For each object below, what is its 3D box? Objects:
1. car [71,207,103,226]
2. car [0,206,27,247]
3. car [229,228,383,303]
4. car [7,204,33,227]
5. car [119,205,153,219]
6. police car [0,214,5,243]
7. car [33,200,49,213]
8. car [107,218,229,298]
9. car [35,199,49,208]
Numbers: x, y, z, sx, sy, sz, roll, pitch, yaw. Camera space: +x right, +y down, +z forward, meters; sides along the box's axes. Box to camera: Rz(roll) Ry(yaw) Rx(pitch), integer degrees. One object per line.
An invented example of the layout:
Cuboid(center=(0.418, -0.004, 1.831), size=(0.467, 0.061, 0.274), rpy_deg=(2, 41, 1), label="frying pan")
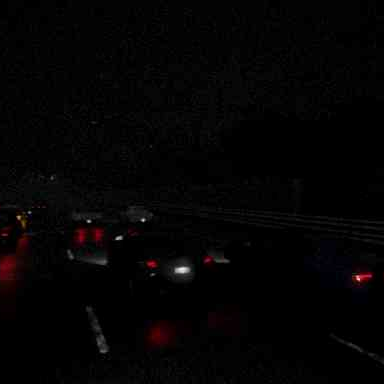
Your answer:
Cuboid(center=(-8.071, 1.771, 25.281), size=(1.895, 1.301, 4.718), rpy_deg=(1, -1, -23), label="car")
Cuboid(center=(-8.549, 1.549, 14.653), size=(1.812, 1.442, 4.674), rpy_deg=(1, -1, -23), label="car")
Cuboid(center=(2.848, 1.679, 8.801), size=(2.033, 1.411, 5.357), rpy_deg=(1, -1, -23), label="car")
Cuboid(center=(-11.001, 1.515, 20.341), size=(1.801, 1.575, 5.366), rpy_deg=(1, -1, -23), label="car")
Cuboid(center=(-4.346, 1.751, 25.485), size=(1.812, 1.442, 4.674), rpy_deg=(1, -1, -23), label="car")
Cuboid(center=(-4.628, 1.406, 5.565), size=(1.930, 1.638, 5.238), rpy_deg=(1, -1, -23), label="police car")
Cuboid(center=(-18.313, 1.797, 39.998), size=(2.033, 1.411, 5.357), rpy_deg=(1, -1, -23), label="car")
Cuboid(center=(-1.000, 1.636, 8.885), size=(1.994, 1.385, 4.181), rpy_deg=(1, -1, -23), label="car")
Cuboid(center=(-25.448, 1.993, 56.479), size=(1.994, 1.385, 4.181), rpy_deg=(1, -1, -23), label="car")
